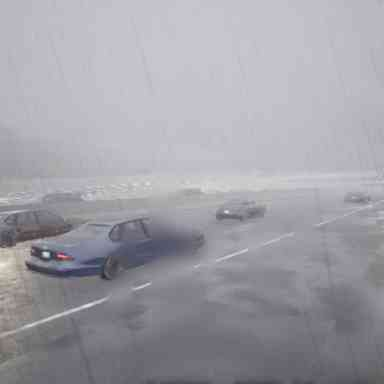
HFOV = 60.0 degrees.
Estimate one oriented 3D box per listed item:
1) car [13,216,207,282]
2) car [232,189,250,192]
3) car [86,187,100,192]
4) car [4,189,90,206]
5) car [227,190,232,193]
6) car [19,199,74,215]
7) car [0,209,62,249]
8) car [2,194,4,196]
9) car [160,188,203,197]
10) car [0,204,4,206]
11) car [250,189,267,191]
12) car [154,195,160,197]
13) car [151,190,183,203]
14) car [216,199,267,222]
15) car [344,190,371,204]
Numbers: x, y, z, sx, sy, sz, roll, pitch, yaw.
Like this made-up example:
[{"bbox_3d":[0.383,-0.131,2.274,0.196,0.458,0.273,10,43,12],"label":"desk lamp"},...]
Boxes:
[{"bbox_3d":[-1.744,1.384,9.421,2.033,1.411,5.357,-1,1,37],"label":"car"},{"bbox_3d":[9.882,0.197,60.209,2.128,1.511,4.902,-1,1,37],"label":"car"},{"bbox_3d":[-18.470,-0.216,61.063,1.882,1.535,5.008,-1,4,23],"label":"car"},{"bbox_3d":[-11.180,1.054,26.172,2.150,2.045,5.566,-1,1,37],"label":"car"},{"bbox_3d":[8.493,0.182,64.196,2.128,1.511,4.902,-1,1,36],"label":"car"},{"bbox_3d":[-14.506,1.405,33.390,1.895,1.301,4.718,-1,1,37],"label":"car"},{"bbox_3d":[-6.839,1.437,14.128,2.033,1.411,5.357,-1,1,37],"label":"car"},{"bbox_3d":[-24.703,0.833,45.146,1.812,1.442,4.674,-1,3,20],"label":"car"},{"bbox_3d":[-0.870,0.555,39.956,2.150,2.045,5.566,-1,2,37],"label":"car"},{"bbox_3d":[-14.697,1.459,27.308,1.994,1.385,4.181,-1,1,37],"label":"car"},{"bbox_3d":[12.324,0.250,57.641,1.994,1.385,4.181,-1,1,37],"label":"car"},{"bbox_3d":[-2.876,0.877,43.114,2.033,1.411,5.357,-1,1,37],"label":"car"},{"bbox_3d":[-3.566,0.607,48.047,2.097,1.767,4.553,-1,1,37],"label":"car"},{"bbox_3d":[3.317,1.116,21.835,1.994,1.385,4.181,-1,1,37],"label":"car"},{"bbox_3d":[17.608,0.498,35.321,1.994,1.385,4.181,-1,1,37],"label":"car"}]
